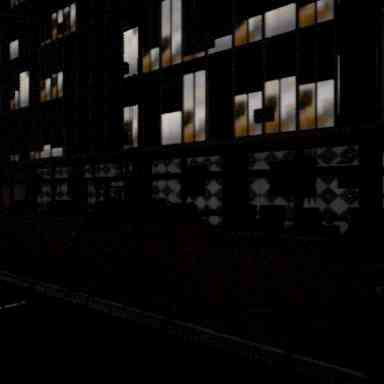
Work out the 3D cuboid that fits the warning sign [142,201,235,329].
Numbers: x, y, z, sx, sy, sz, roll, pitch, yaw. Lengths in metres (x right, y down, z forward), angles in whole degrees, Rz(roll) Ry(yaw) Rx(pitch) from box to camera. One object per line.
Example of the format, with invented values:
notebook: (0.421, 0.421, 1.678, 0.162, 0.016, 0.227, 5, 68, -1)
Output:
warning sign: (-0.023, 1.117, 5.812, 1.060, 1.860, 1.300, 0, 0, 36)
